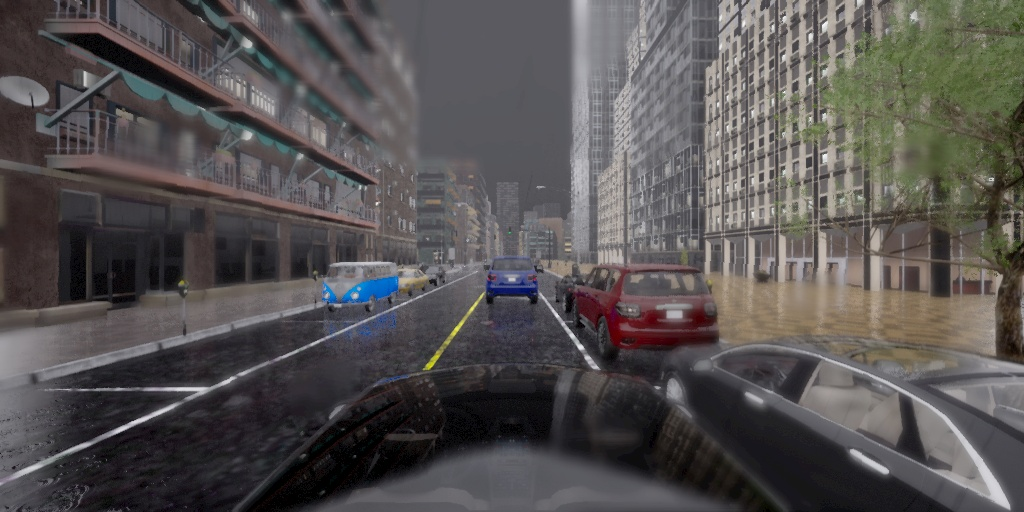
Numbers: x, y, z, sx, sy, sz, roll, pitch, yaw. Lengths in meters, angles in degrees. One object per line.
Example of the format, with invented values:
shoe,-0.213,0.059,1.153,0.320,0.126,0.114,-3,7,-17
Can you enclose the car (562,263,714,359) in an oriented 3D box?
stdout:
car,2.692,1.062,8.291,2.192,1.841,5.009,0,0,0

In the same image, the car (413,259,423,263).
car,-16.435,1.132,59.922,4.403,1.370,2.007,0,0,-1

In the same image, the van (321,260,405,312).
van,-5.690,1.090,13.814,1.690,1.789,3.998,0,0,0

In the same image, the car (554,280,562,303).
car,2.692,1.315,13.813,1.948,1.339,4.313,0,0,0

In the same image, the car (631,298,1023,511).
car,2.691,1.297,2.768,2.007,1.370,4.403,0,0,0

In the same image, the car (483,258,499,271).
car,-3.000,1.188,52.530,2.097,1.767,4.553,0,0,0

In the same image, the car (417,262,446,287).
car,-5.690,1.321,24.859,1.948,1.339,4.313,0,0,0

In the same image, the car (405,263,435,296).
car,-5.690,1.277,19.167,1.751,1.417,4.829,0,0,0

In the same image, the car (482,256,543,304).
car,0.000,1.009,16.530,2.150,2.045,5.566,0,0,0
